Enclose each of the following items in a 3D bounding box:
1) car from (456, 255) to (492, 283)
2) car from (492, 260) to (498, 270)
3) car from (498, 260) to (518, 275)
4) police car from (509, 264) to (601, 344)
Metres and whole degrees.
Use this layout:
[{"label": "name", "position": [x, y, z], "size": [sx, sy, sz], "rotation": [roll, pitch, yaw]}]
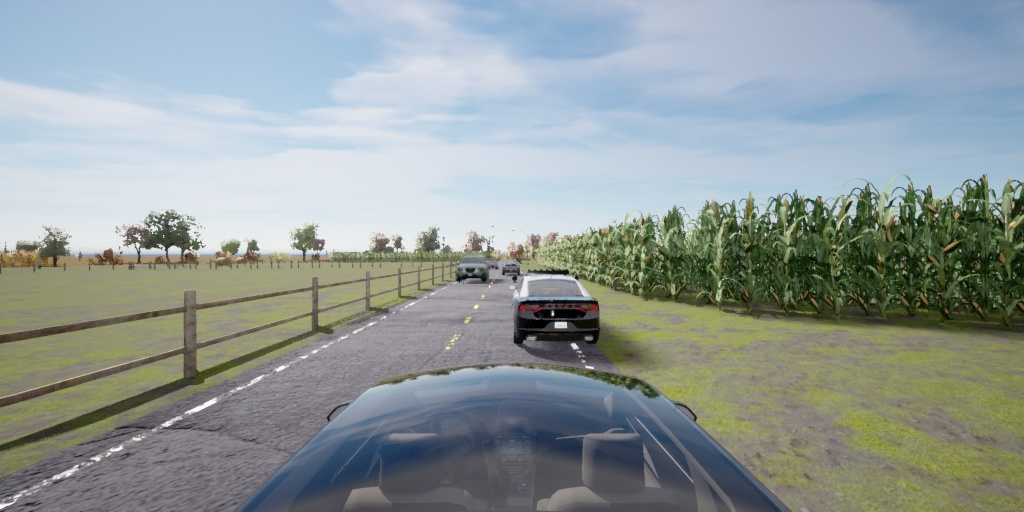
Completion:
[{"label": "car", "position": [-2.956, 0.971, 27.929], "size": [2.150, 2.045, 5.566], "rotation": [0, 0, 0]}, {"label": "car", "position": [-3.001, 1.315, 52.920], "size": [1.994, 1.385, 4.181], "rotation": [0, 0, 0]}, {"label": "car", "position": [-0.090, 1.241, 38.319], "size": [2.128, 1.511, 4.902], "rotation": [0, 0, 0]}, {"label": "police car", "position": [0.959, 1.175, 9.732], "size": [1.930, 1.638, 5.238], "rotation": [0, 0, 0]}]
